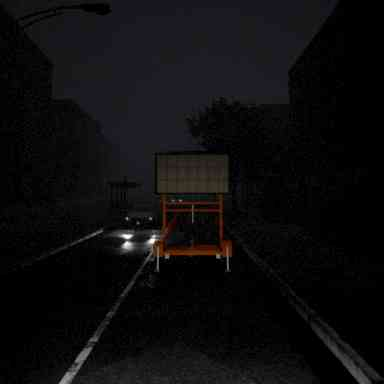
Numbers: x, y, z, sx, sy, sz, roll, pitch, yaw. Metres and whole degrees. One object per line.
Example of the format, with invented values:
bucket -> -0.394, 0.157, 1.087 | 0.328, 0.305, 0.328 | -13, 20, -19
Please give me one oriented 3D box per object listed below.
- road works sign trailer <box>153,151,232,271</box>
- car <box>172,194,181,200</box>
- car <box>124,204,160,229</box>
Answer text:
road works sign trailer -> 0.024, 0.470, 10.858 | 2.380, 3.560, 2.880 | 0, 0, 0
car -> -3.291, 0.965, 72.971 | 1.882, 1.535, 5.008 | 0, 1, 0
car -> -3.130, 1.523, 21.627 | 1.812, 1.442, 4.674 | 0, 0, 0
